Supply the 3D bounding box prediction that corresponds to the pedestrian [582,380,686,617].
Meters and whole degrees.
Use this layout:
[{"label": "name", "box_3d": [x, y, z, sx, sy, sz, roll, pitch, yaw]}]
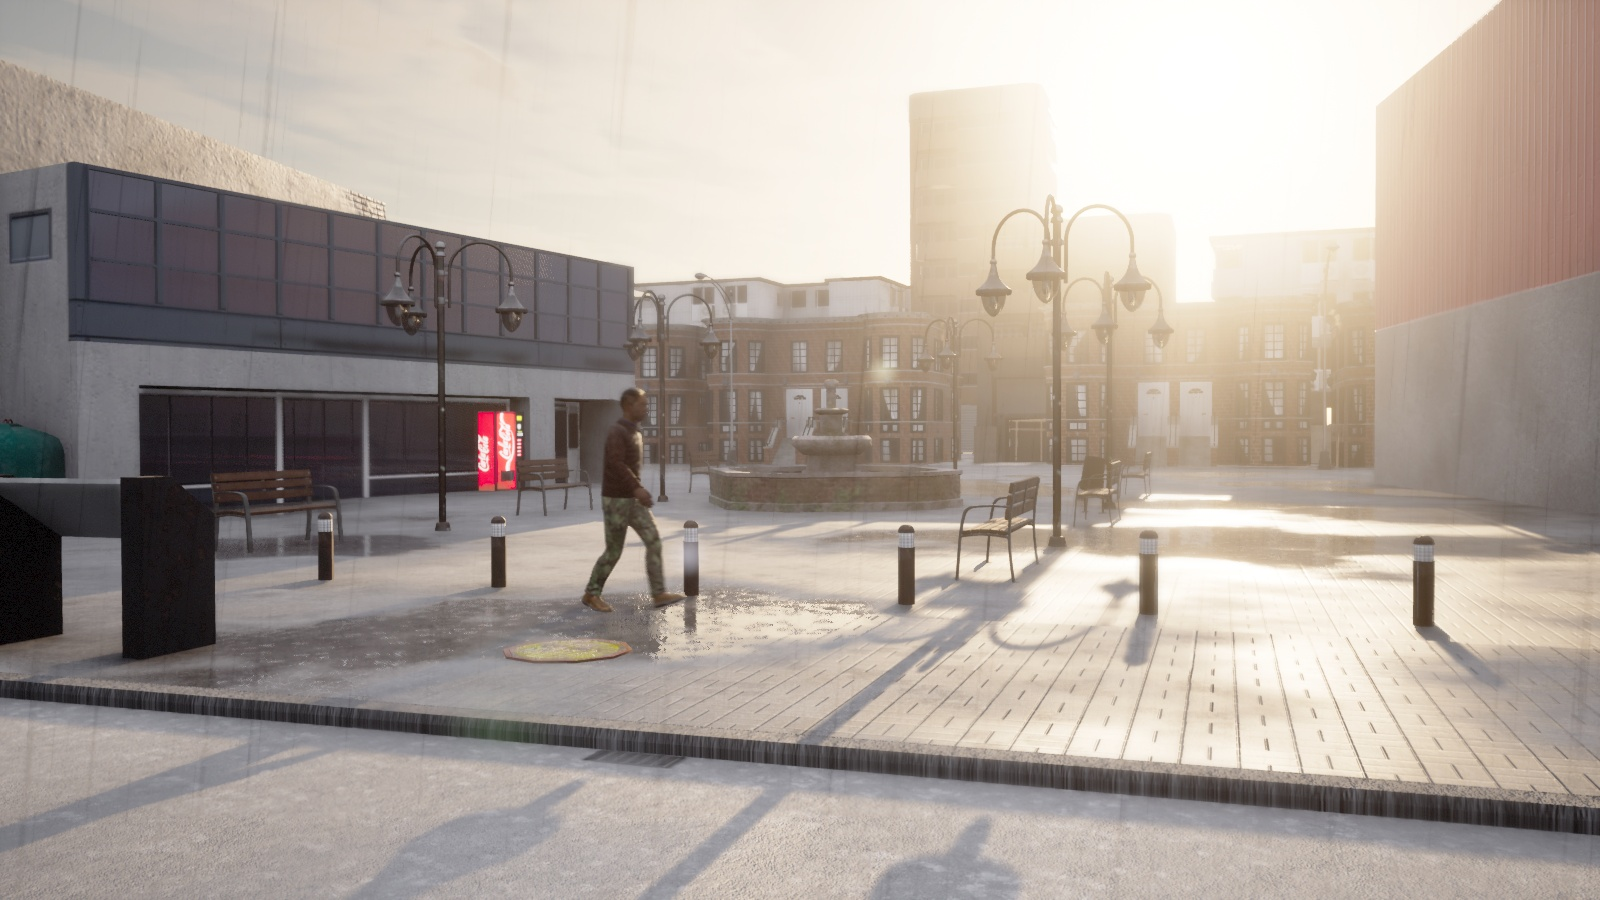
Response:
[{"label": "pedestrian", "box_3d": [-1.331, 0.370, 10.089, 0.703, 1.840, 0.431, 1, 1, 22]}]
